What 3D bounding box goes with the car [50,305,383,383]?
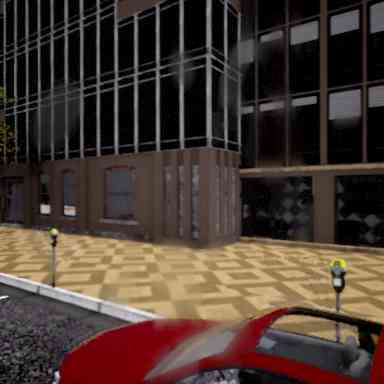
[{"bbox_3d":[0.680,1.572,2.402,4.206,1.307,1.802,0,0,34],"label":"car"}]
